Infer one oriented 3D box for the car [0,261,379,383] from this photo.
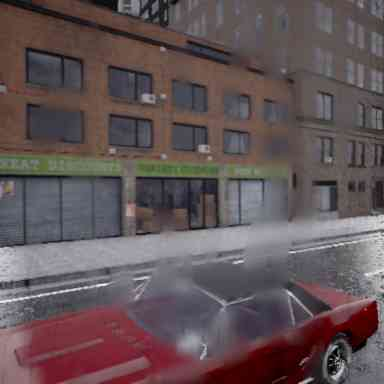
[{"bbox_3d":[0.022,1.594,3.699,4.718,1.301,1.895,0,0,-35],"label":"car"}]
